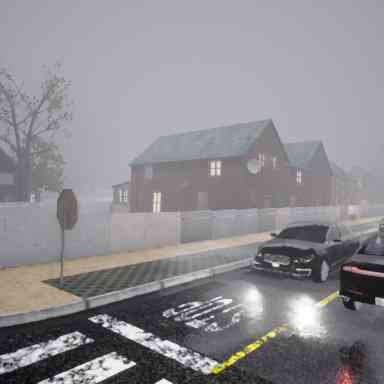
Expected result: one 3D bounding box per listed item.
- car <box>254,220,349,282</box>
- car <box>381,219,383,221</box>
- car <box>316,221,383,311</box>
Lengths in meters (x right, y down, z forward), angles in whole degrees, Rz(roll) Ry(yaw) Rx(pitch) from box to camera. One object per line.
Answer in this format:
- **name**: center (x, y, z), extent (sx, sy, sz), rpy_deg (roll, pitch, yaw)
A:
- **car**: center (3.764, 1.671, 10.386), extent (1.837, 1.490, 4.892), rpy_deg (0, -1, 42)
- **car**: center (13.670, 2.010, 21.549), extent (2.033, 1.411, 5.357), rpy_deg (0, -1, 42)
- **car**: center (4.738, 1.626, 7.190), extent (2.128, 1.511, 4.902), rpy_deg (0, -1, 42)
